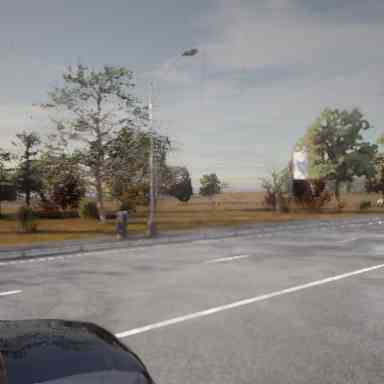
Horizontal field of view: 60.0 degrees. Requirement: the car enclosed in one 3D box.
[{"bbox_3d":[-2.260,1.564,2.133,4.181,1.385,1.994,0,0,-36],"label":"car"}]
